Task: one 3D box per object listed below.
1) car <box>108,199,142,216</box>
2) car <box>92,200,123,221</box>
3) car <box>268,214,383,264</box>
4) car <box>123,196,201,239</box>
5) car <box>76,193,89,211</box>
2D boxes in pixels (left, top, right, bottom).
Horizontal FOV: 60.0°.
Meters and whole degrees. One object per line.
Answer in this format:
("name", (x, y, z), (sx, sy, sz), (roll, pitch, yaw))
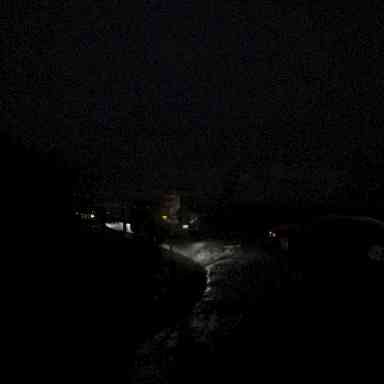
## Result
("car", (-6.808, 1.512, 33.355), (2.033, 1.411, 5.357), (0, 0, -27))
("car", (-6.612, 1.512, 26.972), (1.812, 1.442, 4.674), (0, 0, -28))
("car", (5.358, 1.578, 12.412), (5.008, 1.535, 1.882), (0, 3, 34))
("car", (-1.655, 1.259, 18.076), (2.150, 2.045, 5.566), (0, 0, -29))
("car", (-13.246, 1.137, 40.037), (2.150, 2.045, 5.566), (0, 0, -25))
